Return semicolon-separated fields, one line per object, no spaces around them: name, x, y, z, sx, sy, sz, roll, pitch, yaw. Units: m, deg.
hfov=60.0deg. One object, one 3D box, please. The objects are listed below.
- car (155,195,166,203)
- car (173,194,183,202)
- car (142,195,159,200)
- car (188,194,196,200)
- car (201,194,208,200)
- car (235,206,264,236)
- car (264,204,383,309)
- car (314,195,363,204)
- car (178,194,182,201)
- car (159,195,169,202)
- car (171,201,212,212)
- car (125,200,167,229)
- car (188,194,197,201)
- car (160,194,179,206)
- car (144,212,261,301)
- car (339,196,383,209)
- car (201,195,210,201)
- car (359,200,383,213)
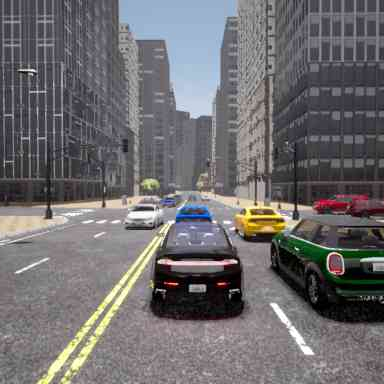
car;-6.450;1.448;67.984;1.837;1.490;4.892;0;0;0
car;-3.184;1.286;77.128;2.097;1.767;4.553;0;0;0
car;-6.543;1.513;49.076;2.033;1.411;5.357;0;0;0
car;0.079;1.267;90.614;2.128;1.511;4.902;0;0;0
car;3.329;1.337;90.640;1.895;1.301;4.718;0;0;0
car;3.363;1.469;17.196;1.882;1.535;5.008;0;0;0
car;3.356;1.348;8.017;2.097;1.767;4.553;0;0;0
car;15.737;1.328;35.175;5.566;2.045;2.150;1;1;1
car;-3.275;1.519;58.249;1.994;1.385;4.181;0;0;1
car;-6.433;1.482;77.962;1.994;1.385;4.181;0;0;0
car;0.118;1.468;17.809;1.882;1.535;5.008;0;0;1
car;-2.995;1.511;21.578;1.812;1.442;4.674;0;0;4
car;0.071;1.273;80.581;2.097;1.767;4.553;0;0;0
car;-3.297;1.491;49.504;1.812;1.442;4.674;0;0;0
car;0.105;1.488;8.304;2.128;1.511;4.902;0;0;0
car;16.226;1.519;29.392;5.009;1.841;2.192;1;0;1
car;3.321;1.513;80.638;1.895;1.301;4.718;0;0;0
car;21.842;1.642;37.673;4.829;1.417;1.752;1;0;1
